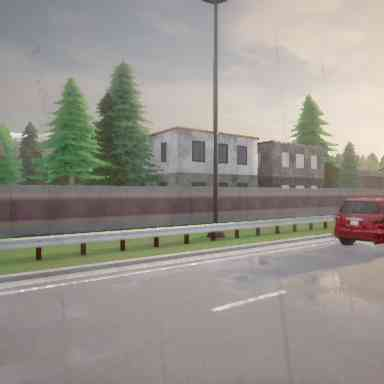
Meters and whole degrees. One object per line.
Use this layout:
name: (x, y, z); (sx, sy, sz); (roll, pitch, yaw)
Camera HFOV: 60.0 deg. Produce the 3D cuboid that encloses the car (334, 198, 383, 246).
car: (8.293, 1.258, 14.084); (5.566, 2.045, 2.150); (0, 0, -35)
